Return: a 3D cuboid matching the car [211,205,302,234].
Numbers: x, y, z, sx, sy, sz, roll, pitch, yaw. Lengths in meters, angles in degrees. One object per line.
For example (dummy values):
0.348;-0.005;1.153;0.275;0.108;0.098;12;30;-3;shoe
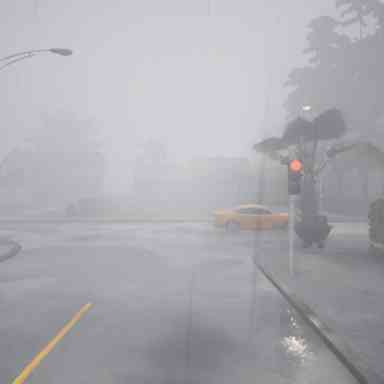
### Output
3.573;1.474;18.570;5.008;1.535;1.882;0;0;0;car
